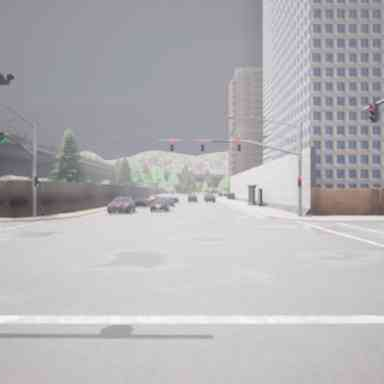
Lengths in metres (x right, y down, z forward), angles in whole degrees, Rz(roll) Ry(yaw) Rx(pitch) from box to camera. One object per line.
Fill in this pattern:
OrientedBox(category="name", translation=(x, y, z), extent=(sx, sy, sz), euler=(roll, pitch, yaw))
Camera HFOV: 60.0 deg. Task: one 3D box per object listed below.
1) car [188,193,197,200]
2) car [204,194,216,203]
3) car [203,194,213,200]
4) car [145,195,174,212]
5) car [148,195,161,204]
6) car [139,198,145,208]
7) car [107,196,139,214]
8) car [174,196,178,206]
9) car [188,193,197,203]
OrientedBox(category="car", translation=(0.119, 1.097, 75.087), extent=(1.837, 1.490, 4.892), euler=(0, 0, 0))
OrientedBox(category="car", translation=(3.603, 1.306, 64.858), extent=(1.837, 1.490, 4.892), euler=(0, 0, 0))
OrientedBox(category="car", translation=(3.619, 1.137, 75.081), extent=(2.033, 1.411, 5.357), euler=(0, 0, 0))
OrientedBox(category="car", translation=(-3.529, 1.377, 37.079), extent=(2.128, 1.511, 4.902), euler=(0, 0, 0))
OrientedBox(category="car", translation=(-6.943, 1.287, 62.073), extent=(1.882, 1.535, 5.008), euler=(0, 0, 1))
OrientedBox(category="car", translation=(-7.018, 1.461, 45.501), extent=(1.895, 1.301, 4.718), euler=(0, 0, 0))
OrientedBox(category="car", translation=(-7.040, 1.250, 33.497), extent=(2.097, 1.767, 4.553), euler=(0, 0, 0))
OrientedBox(category="car", translation=(-3.509, 1.418, 47.372), extent=(1.994, 1.385, 4.181), euler=(0, 0, 0))
OrientedBox(category="car", translation=(0.103, 1.278, 64.865), extent=(1.882, 1.535, 5.008), euler=(0, 0, 0))
